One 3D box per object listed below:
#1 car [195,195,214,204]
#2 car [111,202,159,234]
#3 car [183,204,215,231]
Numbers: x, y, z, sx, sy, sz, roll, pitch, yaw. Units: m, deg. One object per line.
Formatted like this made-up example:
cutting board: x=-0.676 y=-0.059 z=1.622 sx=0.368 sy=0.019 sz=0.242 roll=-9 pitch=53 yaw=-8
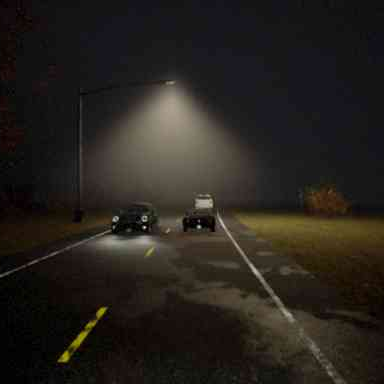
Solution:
car: x=1.565 y=1.397 z=42.263 sx=2.150 sy=2.045 sz=5.566 roll=0 pitch=0 yaw=4
car: x=-3.233 y=1.430 z=19.640 sx=2.097 sy=1.767 sz=4.553 roll=0 pitch=0 yaw=2
car: x=0.481 y=1.688 z=21.094 sx=1.895 sy=1.301 sz=4.718 roll=0 pitch=0 yaw=2
